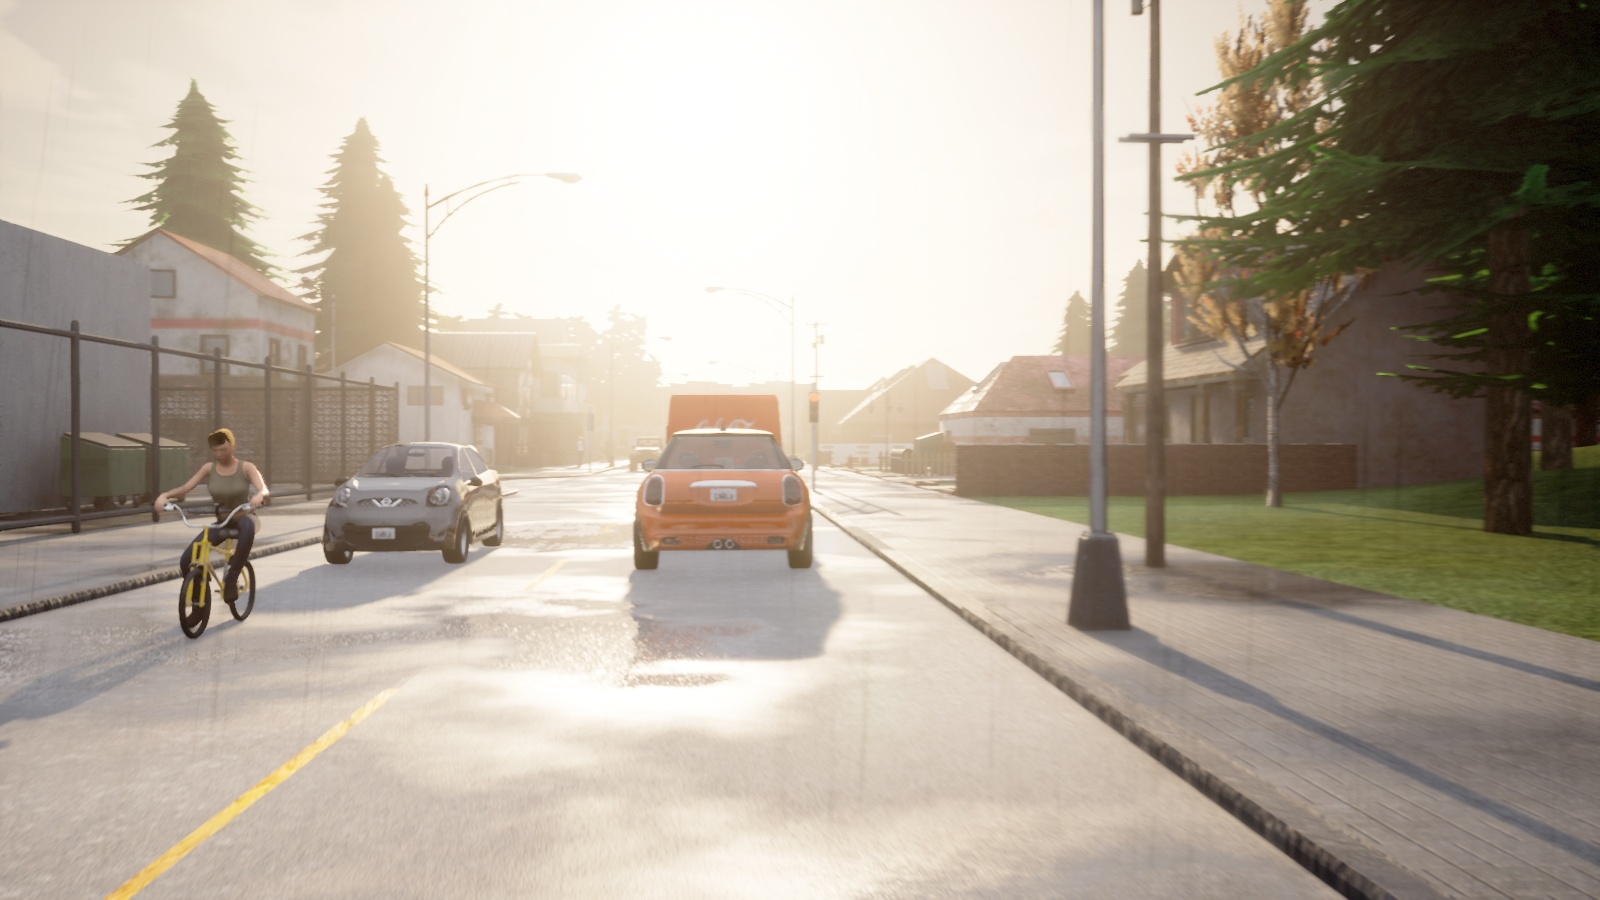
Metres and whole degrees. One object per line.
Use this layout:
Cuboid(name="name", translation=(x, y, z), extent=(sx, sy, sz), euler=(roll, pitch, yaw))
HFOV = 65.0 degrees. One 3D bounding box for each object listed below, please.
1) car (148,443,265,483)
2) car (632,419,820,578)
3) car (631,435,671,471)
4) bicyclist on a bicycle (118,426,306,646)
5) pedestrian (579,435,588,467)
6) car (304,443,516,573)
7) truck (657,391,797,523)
Cuboid(name="car", translation=(-22.729, 0.489, 48.212), extent=(3.633, 1.501, 1.845), euler=(0, 0, -4))
Cuboid(name="car", translation=(-0.959, 0.515, 16.316), extent=(2.097, 1.767, 4.553), euler=(0, 1, -3))
Cuboid(name="car", translation=(-8.069, 0.157, 68.216), extent=(1.905, 1.878, 3.866), euler=(0, 0, -4))
Cuboid(name="bicyclist on a bicycle", translation=(-4.624, 0.627, 9.997), extent=(0.866, 1.612, 1.509), euler=(0, 0, -4))
Cuboid(name="pedestrian", translation=(-12.581, 0.044, 72.888), extent=(0.354, 1.836, 0.706), euler=(0, 0, 6))
Cuboid(name="car", translation=(-4.979, 0.665, 16.539), extent=(1.845, 1.501, 3.633), euler=(0, 1, -3))
Cuboid(name="truck", translation=(-1.540, 0.111, 26.179), extent=(2.627, 2.467, 5.204), euler=(0, 0, -4))
